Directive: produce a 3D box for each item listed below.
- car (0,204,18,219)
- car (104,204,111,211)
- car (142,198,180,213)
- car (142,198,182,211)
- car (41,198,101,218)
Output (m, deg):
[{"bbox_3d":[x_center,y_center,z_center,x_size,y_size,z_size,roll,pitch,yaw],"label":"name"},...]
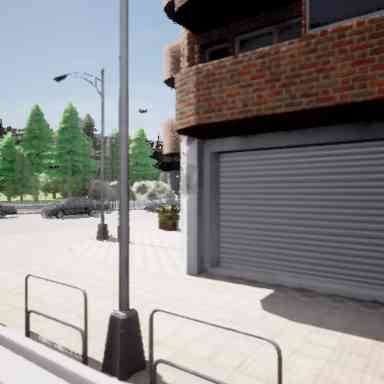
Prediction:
[{"bbox_3d":[-17.021,1.479,26.725,2.033,1.411,5.357,0,0,37],"label":"car"},{"bbox_3d":[-10.873,1.533,34.084,4.718,1.301,1.895,0,0,-44],"label":"car"},{"bbox_3d":[-2.941,1.426,35.951,4.902,1.511,2.128,0,0,-31],"label":"car"},{"bbox_3d":[-3.555,1.497,39.511,4.181,1.385,1.994,0,0,-29],"label":"car"},{"bbox_3d":[-10.687,1.285,29.056,2.097,1.767,4.553,0,0,41],"label":"car"}]
